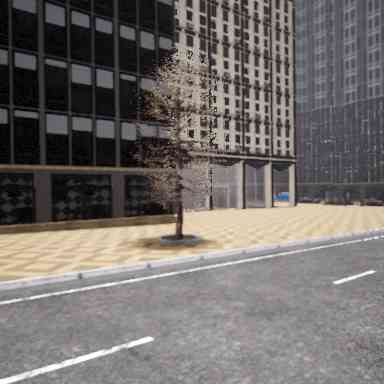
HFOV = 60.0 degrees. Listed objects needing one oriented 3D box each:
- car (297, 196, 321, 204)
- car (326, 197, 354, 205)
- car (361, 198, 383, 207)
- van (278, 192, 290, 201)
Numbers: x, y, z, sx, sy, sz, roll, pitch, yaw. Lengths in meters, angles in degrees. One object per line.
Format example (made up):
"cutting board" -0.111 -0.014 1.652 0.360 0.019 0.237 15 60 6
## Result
"car" 20.170 1.421 57.474 1.947 1.339 4.313 0 1 -36
"car" 23.460 1.479 52.840 1.802 1.307 4.206 0 1 -36
"car" 26.783 1.504 48.226 1.947 1.339 4.313 0 1 -36
"van" 20.323 0.985 71.622 1.690 1.788 3.998 0 1 -36
